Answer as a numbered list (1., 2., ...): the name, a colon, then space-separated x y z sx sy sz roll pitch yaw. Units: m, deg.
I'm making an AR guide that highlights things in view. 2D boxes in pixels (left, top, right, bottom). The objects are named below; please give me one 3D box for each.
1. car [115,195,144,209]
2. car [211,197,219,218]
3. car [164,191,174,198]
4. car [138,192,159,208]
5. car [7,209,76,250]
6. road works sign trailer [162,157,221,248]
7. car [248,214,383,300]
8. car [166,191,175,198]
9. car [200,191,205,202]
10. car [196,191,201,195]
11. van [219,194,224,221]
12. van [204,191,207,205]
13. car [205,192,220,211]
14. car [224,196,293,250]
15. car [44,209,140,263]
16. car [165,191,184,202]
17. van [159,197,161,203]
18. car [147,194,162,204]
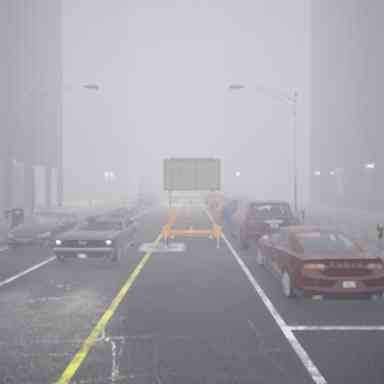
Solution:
1. car: -5.791 1.262 30.020 1.752 1.417 4.829 0 1 0
2. car: 2.751 1.334 24.657 2.008 1.369 4.403 0 1 0
3. car: -5.824 0.596 84.850 2.192 1.841 5.009 0 0 0
4. car: -5.797 0.953 41.237 2.192 1.841 5.009 0 1 0
5. car: -5.782 1.430 13.616 2.008 1.369 4.403 0 1 0
6. road works sign trailer: -0.010 0.340 14.062 2.380 3.560 2.880 0 1 0
7. car: 2.765 1.473 8.081 1.887 1.381 4.507 0 1 0
8. car: -5.828 0.553 90.493 2.192 1.841 5.009 0 0 0
9. car: 2.730 0.905 46.755 2.192 1.841 5.009 0 0 0
10. car: 2.701 0.596 84.846 2.192 1.841 5.009 0 0 0
11. van: 2.755 1.172 19.129 1.690 1.788 3.998 0 1 0
12. van: 2.735 0.979 41.230 1.690 1.788 3.998 0 0 0
13. car: 2.740 1.126 35.707 1.967 1.590 4.097 0 0 0
14. car: 2.759 1.194 13.604 2.192 1.841 5.009 0 1 0
15. car: -3.107 1.497 11.659 1.895 1.301 4.718 0 1 0
16. car: -3.039 0.999 57.688 2.128 1.511 4.902 0 0 0
17. van: -5.800 0.932 46.762 1.690 1.788 3.998 0 0 0
18. car: -5.802 1.070 52.118 1.752 1.417 4.829 0 0 0
